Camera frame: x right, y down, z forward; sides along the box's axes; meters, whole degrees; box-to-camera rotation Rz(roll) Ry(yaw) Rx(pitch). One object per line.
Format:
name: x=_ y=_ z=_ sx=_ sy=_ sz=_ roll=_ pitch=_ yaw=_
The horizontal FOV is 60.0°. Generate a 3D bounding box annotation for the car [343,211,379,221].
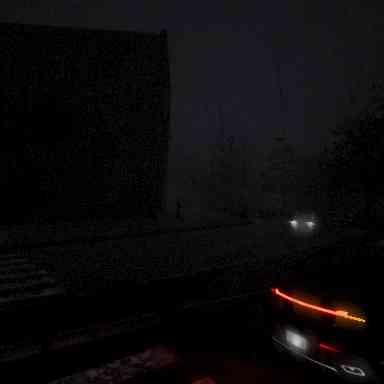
car: x=25.186 y=3.548 z=49.924 sx=5.008 sy=1.535 sz=1.882 roll=3 pitch=-3 yaw=-13

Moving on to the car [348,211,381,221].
car: x=27.779 y=3.900 z=53.663 sx=4.181 sy=1.385 sz=1.994 roll=3 pitch=-2 yaw=-6

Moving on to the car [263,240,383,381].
car: x=3.334 y=1.522 z=5.194 sx=4.892 sy=1.490 sz=1.837 roll=0 pitch=0 yaw=-30

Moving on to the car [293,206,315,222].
car: x=12.005 y=2.248 z=35.846 sx=2.097 sy=1.767 sz=4.553 roll=3 pitch=-2 yaw=16
